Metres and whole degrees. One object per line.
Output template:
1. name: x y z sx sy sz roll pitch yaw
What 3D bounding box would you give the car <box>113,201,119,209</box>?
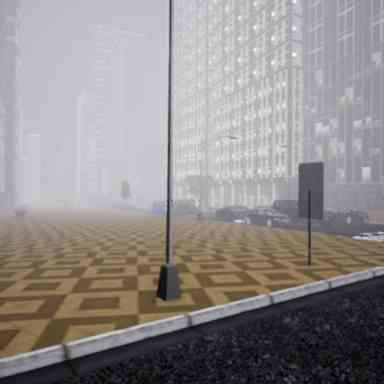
1. car: -13.722 2.774 66.043 1.752 1.417 4.829 0 -1 -26

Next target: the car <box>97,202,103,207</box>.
1. car: -23.570 3.248 86.456 1.887 1.381 4.507 0 -1 -26

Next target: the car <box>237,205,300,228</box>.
1. car: 5.755 1.940 25.670 2.008 1.369 4.403 0 -1 -26

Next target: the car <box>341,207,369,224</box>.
1. car: 13.302 2.035 29.310 2.008 1.369 4.403 0 -1 -26

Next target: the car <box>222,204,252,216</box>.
1. car: 5.971 2.367 44.507 1.947 1.339 4.313 0 -1 -26

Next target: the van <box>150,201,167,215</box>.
1. van: -4.023 2.155 45.937 1.690 1.788 3.998 0 -1 -26

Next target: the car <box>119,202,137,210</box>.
1. car: -11.352 2.692 61.129 2.008 1.369 4.403 0 -1 -26

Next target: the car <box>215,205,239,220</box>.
1. car: 4.100 2.155 35.108 1.994 1.385 4.181 1 -1 -25

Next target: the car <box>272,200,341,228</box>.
1. car: 8.437 1.627 26.103 2.150 2.045 5.566 1 -1 -26

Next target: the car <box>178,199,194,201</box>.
1. car: -1.334 2.210 53.570 2.150 2.045 5.566 1 -1 -25

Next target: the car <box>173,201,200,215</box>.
1. car: -0.535 2.299 44.727 1.837 1.490 4.892 1 -1 -25

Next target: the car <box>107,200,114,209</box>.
1. car: -16.239 2.909 71.260 1.887 1.381 4.507 0 -1 -26

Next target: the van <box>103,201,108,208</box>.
1. van: -18.685 2.818 76.328 1.690 1.788 3.998 0 -1 -26

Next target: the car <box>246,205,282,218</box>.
1. car: 8.415 2.261 39.441 1.947 1.339 4.313 0 -1 -26
